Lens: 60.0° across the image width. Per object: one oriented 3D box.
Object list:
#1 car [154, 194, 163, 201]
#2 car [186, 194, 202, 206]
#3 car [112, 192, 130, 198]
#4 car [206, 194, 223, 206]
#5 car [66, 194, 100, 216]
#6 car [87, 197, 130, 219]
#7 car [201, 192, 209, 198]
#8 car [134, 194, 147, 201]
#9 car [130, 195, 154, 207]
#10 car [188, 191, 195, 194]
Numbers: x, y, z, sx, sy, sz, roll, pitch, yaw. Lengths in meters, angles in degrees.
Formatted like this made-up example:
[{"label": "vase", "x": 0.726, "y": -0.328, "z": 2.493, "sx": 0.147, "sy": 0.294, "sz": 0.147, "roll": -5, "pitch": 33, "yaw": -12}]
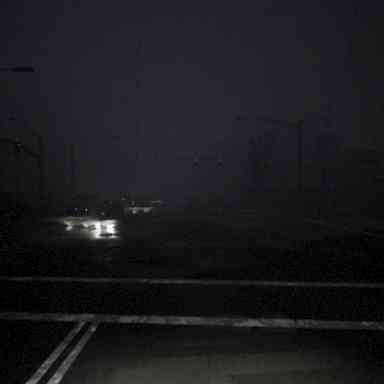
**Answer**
[{"label": "car", "x": -7.098, "y": 1.116, "z": 68.903, "sx": 2.033, "sy": 1.411, "sz": 5.357, "roll": 0, "pitch": 1, "yaw": 0}, {"label": "car", "x": 0.030, "y": 1.395, "z": 49.795, "sx": 2.033, "sy": 1.411, "sz": 5.357, "roll": 0, "pitch": 1, "yaw": 0}, {"label": "car", "x": -10.665, "y": 1.066, "z": 50.322, "sx": 2.150, "sy": 2.045, "sz": 5.566, "roll": 0, "pitch": 1, "yaw": 0}, {"label": "car", "x": 3.531, "y": 1.443, "z": 50.339, "sx": 1.895, "sy": 1.301, "sz": 4.718, "roll": 0, "pitch": 1, "yaw": 0}, {"label": "car", "x": -10.646, "y": 1.203, "z": 33.265, "sx": 2.150, "sy": 2.045, "sz": 5.566, "roll": 0, "pitch": 0, "yaw": 0}, {"label": "car", "x": -7.142, "y": 1.485, "z": 29.115, "sx": 2.128, "sy": 1.511, "sz": 4.902, "roll": 0, "pitch": 0, "yaw": 0}, {"label": "car", "x": 3.378, "y": 0.756, "z": 85.947, "sx": 1.812, "sy": 1.442, "sz": 4.674, "roll": 0, "pitch": 1, "yaw": 0}, {"label": "car", "x": -10.598, "y": 1.181, "z": 68.284, "sx": 1.895, "sy": 1.301, "sz": 4.718, "roll": 0, "pitch": 1, "yaw": 0}, {"label": "car", "x": -7.144, "y": 1.348, "z": 47.807, "sx": 1.882, "sy": 1.535, "sz": 5.008, "roll": 0, "pitch": 1, "yaw": 0}, {"label": "car", "x": -0.121, "y": 0.596, "z": 85.492, "sx": 2.097, "sy": 1.767, "sz": 4.553, "roll": 0, "pitch": 1, "yaw": 0}]
